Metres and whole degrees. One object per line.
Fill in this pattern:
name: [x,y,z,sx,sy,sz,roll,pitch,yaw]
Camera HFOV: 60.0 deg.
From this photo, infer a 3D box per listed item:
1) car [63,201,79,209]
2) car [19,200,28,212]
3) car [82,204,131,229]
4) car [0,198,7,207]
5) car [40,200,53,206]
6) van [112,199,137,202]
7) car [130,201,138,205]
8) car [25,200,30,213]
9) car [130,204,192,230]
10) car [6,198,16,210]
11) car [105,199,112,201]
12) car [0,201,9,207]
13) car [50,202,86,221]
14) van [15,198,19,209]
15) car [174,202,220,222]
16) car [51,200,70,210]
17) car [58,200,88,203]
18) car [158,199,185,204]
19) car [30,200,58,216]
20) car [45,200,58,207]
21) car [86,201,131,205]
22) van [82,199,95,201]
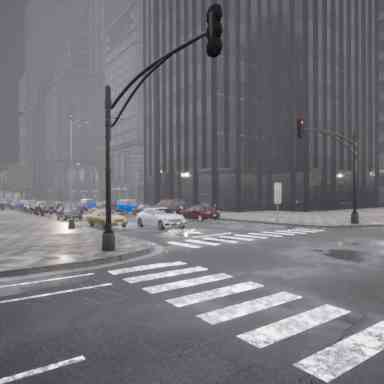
car: [-22.656,2.407,62.219,1.802,1.307,4.206,-1,0,-35]
car: [-23.328,2.157,48.429,1.967,1.590,4.097,-1,0,-35]
car: [-6.266,1.843,24.382,1.752,1.417,4.829,-1,0,-35]
car: [-41.246,2.668,73.687,1.887,1.381,4.507,-1,0,-35]
car: [-34.697,2.661,79.191,1.947,1.339,4.313,-1,0,-35]
van: [-8.224,1.833,41.903,1.690,1.788,3.998,-1,0,-35]
car: [-5.279,2.004,37.750,1.802,1.307,4.206,-1,0,-35]
car: [-20.499,2.196,44.444,1.887,1.381,4.507,-1,0,-35]
car: [-2.281,1.790,23.399,1.812,1.442,4.674,0,-1,-37]
car: [-31.913,2.354,60.529,1.967,1.590,4.097,-1,0,-35]
car: [-11.163,1.875,46.055,2.192,1.841,5.009,-1,0,-35]
car: [-44.356,2.772,78.073,1.802,1.307,4.206,-1,0,-35]
car: [-12.018,2.004,32.490,2.008,1.369,4.403,-1,0,-35]
van: [-26.158,2.123,52.414,1.690,1.788,3.998,-1,0,-35]
car: [0.597,1.828,29.446,1.887,1.381,4.507,-1,0,-35]
car: [-23.018,2.271,57.971,1.882,1.535,5.008,0,-1,-35]
car: [-14.798,2.085,41.056,1.812,1.442,4.674,0,0,-35]
car: [-2.347,1.668,33.598,2.192,1.841,5.009,-1,0,-35]
car: [-17.677,1.901,40.460,2.192,1.841,5.009,-1,0,-35]
car: [-31.686,2.596,74.947,1.947,1.339,4.313,-1,0,-35]
car: [-8.041,1.891,31.507,2.128,1.511,4.902,0,-1,-35]
van: [-17.040,2.038,54.360,1.690,1.788,3.998,-1,0,-35]
